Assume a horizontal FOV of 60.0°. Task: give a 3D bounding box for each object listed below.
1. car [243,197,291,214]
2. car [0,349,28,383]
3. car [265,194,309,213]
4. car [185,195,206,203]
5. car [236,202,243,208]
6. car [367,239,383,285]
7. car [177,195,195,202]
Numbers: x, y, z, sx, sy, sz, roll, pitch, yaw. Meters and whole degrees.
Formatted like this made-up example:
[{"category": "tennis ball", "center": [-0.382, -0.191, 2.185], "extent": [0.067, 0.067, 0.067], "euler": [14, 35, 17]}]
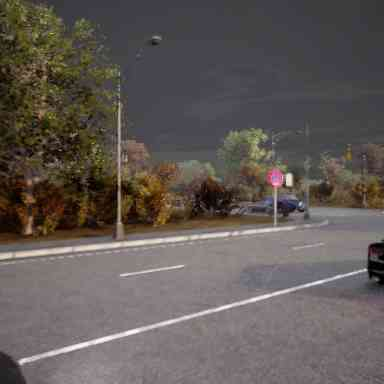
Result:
[{"category": "car", "center": [7.822, 1.572, 35.059], "extent": [1.994, 1.385, 4.181], "euler": [0, 0, -32]}, {"category": "car", "center": [-3.313, 1.501, 1.380], "extent": [4.892, 1.490, 1.837], "euler": [1, -1, -36]}, {"category": "car", "center": [10.429, 1.231, 37.524], "extent": [2.150, 2.045, 5.566], "euler": [0, 0, -31]}, {"category": "car", "center": [0.584, 1.311, 66.441], "extent": [1.837, 1.490, 4.892], "euler": [0, 1, -33]}, {"category": "car", "center": [4.932, 1.547, 46.176], "extent": [2.033, 1.411, 5.357], "euler": [0, 0, -33]}, {"category": "car", "center": [6.327, 1.481, 8.266], "extent": [5.008, 1.535, 1.882], "euler": [0, 0, -36]}, {"category": "car", "center": [-2.032, 1.445, 50.658], "extent": [2.128, 1.511, 4.902], "euler": [0, 0, -32]}]
